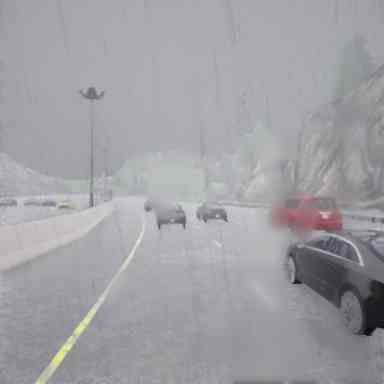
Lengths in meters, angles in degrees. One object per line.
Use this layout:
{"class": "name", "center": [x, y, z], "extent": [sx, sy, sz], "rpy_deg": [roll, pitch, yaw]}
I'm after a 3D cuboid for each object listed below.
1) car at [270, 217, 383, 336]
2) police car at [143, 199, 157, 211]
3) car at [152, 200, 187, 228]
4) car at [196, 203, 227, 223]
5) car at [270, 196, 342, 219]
{"class": "car", "center": [3.362, 1.499, 6.692], "extent": [2.128, 1.511, 4.902], "rpy_deg": [0, 0, -2]}
{"class": "police car", "center": [-4.980, 1.614, 41.754], "extent": [2.038, 1.542, 4.974], "rpy_deg": [0, 0, -13]}
{"class": "car", "center": [-1.477, 1.548, 22.589], "extent": [2.128, 1.511, 4.902], "rpy_deg": [0, 0, -7]}
{"class": "car", "center": [1.528, 1.584, 26.407], "extent": [1.812, 1.442, 4.674], "rpy_deg": [0, 0, -8]}
{"class": "car", "center": [6.076, 1.249, 18.368], "extent": [2.150, 2.045, 5.566], "rpy_deg": [0, 0, -5]}
